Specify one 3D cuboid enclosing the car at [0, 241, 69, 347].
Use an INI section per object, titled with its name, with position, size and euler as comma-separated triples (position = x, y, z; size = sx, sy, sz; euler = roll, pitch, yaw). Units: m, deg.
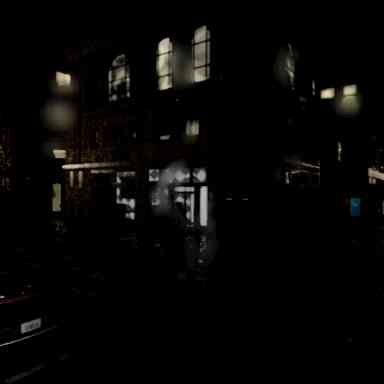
[car]
position = -3.883, 1.507, 5.642
size = 4.403, 1.369, 2.008
euler = 0, 0, 35
